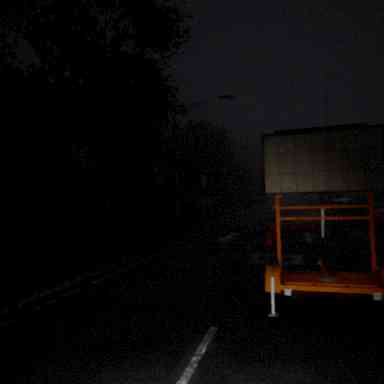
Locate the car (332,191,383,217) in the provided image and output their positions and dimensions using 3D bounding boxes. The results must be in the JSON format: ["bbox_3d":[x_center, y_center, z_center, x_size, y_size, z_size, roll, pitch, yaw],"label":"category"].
[{"bbox_3d":[13.214,0.972,23.040,5.566,2.045,2.435,-1,0,-3],"label":"car"}]

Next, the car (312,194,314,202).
[{"bbox_3d":[22.921,1.286,54.637,4.674,1.452,2.002,-1,0,-3],"label":"car"}]

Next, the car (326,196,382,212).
[{"bbox_3d":[16.738,1.252,34.528,4.792,1.488,2.163,-1,0,-3],"label":"car"}]

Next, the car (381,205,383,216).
[{"bbox_3d":[9.693,1.268,11.572,4.792,1.488,2.163,-1,0,-3],"label":"car"}]

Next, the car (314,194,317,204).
[{"bbox_3d":[21.159,1.237,48.899,5.008,1.535,2.097,-1,-1,-3],"label":"car"}]

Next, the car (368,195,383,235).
[{"bbox_3d":[10.628,1.107,14.444,4.553,1.767,2.185,-1,0,-3],"label":"car"}]

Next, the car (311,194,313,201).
[{"bbox_3d":[23.601,1.252,57.505,5.366,1.575,1.946,-1,0,-3],"label":"car"}]

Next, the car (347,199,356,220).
[{"bbox_3d":[12.357,1.266,20.188,4.674,1.452,2.002,-1,-1,-3],"label":"car"}]

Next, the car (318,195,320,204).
[{"bbox_3d":[19.411,1.269,43.147,4.674,1.452,2.002,-1,0,-3],"label":"car"}]

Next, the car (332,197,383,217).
[{"bbox_3d":[14.973,1.251,28.792,4.792,1.488,2.163,-1,0,-3],"label":"car"}]

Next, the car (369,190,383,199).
[{"bbox_3d":[42.597,0.566,74.813,2.435,2.045,5.566,-2,0,-4],"label":"car"}]

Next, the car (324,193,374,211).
[{"bbox_3d":[17.612,1.098,37.413,4.553,1.767,2.185,-1,-1,-3],"label":"car"}]

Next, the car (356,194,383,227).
[{"bbox_3d":[11.507,1.103,17.314,4.553,1.767,2.185,-1,0,-3],"label":"car"}]

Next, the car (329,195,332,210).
[{"bbox_3d":[13.935,1.222,25.912,5.366,1.575,1.946,-1,0,-3],"label":"car"}]

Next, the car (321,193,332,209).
[{"bbox_3d":[15.850,0.970,31.662,5.566,2.045,2.435,-1,0,-3],"label":"car"}]

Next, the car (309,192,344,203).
[{"bbox_3d":[25.546,1.009,63.282,5.566,2.045,2.435,-1,-1,-3],"label":"car"}]

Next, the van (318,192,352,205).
[{"bbox_3d":[22.153,1.014,51.780,4.442,1.987,1.878,-1,-1,-3],"label":"van"}]

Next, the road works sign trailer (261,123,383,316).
[{"bbox_3d":[2.780,0.425,7.115,2.380,3.560,2.880,-2,0,17],"label":"road works sign trailer"}]

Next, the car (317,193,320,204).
[{"bbox_3d":[20.317,1.107,46.016,4.553,1.767,2.185,-1,0,-3],"label":"car"}]
